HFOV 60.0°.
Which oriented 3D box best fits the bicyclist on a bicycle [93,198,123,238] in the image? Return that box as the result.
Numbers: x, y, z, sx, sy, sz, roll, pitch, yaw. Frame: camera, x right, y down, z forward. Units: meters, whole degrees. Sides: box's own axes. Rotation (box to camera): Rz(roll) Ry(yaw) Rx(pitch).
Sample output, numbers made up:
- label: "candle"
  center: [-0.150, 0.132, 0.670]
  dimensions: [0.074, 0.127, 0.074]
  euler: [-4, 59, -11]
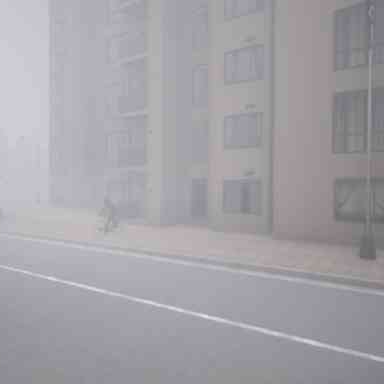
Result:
- label: "bicyclist on a bicycle"
  center: [-3.473, 1.057, 13.897]
  dimensions: [0.582, 1.620, 1.656]
  euler: [1, 1, 32]
